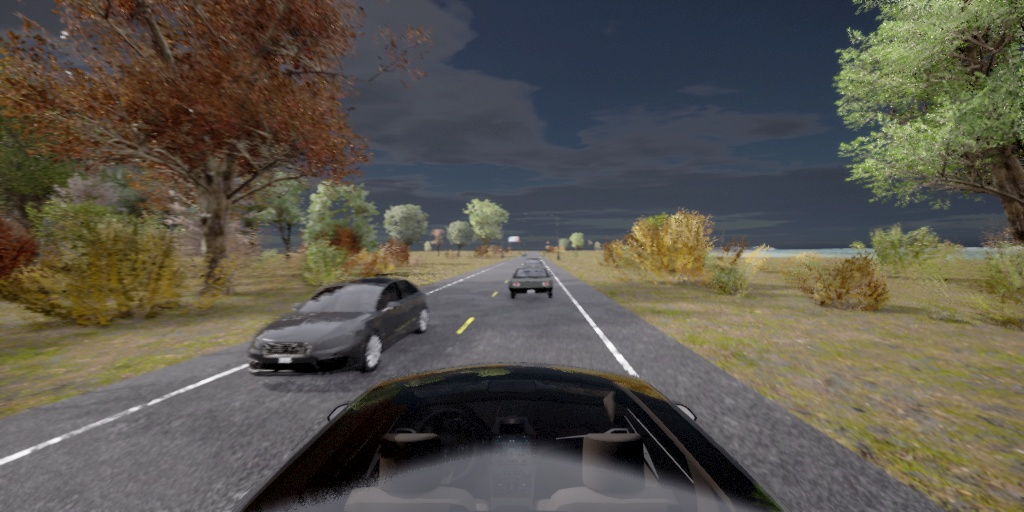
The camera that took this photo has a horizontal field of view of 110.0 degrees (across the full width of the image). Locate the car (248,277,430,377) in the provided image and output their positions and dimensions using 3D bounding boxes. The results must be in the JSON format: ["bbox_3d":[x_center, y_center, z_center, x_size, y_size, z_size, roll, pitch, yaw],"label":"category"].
[{"bbox_3d":[-3.209,1.262,7.717,1.837,1.490,4.892,-1,1,4],"label":"car"}]

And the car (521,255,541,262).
[{"bbox_3d":[1.867,0.896,31.694,2.033,1.411,5.357,-1,1,4],"label":"car"}]

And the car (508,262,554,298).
[{"bbox_3d":[0.939,1.150,16.902,1.895,1.301,4.718,-1,1,4],"label":"car"}]
